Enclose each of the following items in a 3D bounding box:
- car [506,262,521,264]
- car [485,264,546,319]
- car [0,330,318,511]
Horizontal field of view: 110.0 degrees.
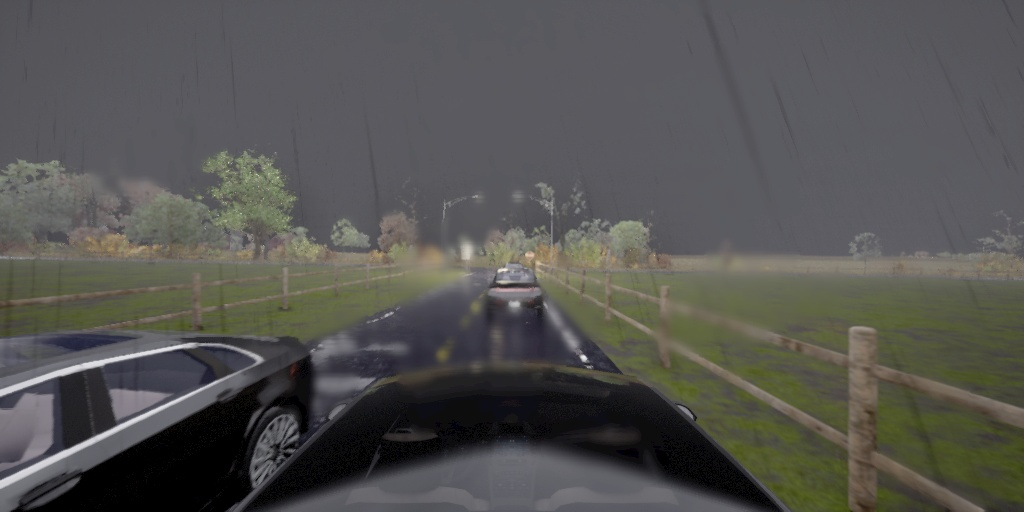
[{"bbox_3d":[0.115,1.187,28.673,2.033,1.411,5.357,0,0,0],"label":"car"},{"bbox_3d":[0.108,1.193,12.633,2.128,1.511,4.902,0,0,0],"label":"car"},{"bbox_3d":[-2.851,1.242,1.582,2.128,1.511,4.902,0,0,0],"label":"car"}]
